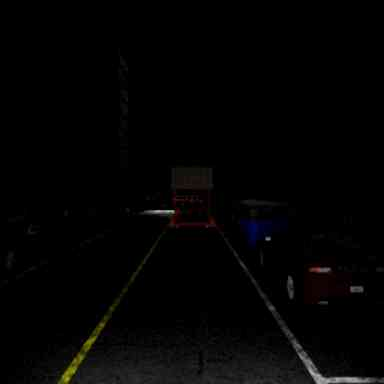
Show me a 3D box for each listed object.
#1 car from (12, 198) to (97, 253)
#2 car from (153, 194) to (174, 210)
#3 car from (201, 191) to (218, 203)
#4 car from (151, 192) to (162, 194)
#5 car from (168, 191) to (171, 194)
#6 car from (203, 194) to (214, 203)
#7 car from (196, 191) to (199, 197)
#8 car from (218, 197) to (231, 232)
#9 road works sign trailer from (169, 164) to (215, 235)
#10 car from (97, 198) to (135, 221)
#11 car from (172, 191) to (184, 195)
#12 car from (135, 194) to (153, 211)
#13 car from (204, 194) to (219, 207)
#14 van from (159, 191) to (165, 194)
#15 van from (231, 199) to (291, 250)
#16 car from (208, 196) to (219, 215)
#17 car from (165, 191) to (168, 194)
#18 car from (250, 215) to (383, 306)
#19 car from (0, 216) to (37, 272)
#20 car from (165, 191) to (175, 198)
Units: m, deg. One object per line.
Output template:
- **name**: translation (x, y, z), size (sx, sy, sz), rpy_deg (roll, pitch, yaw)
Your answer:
- **car**: translation (-5.753, 1.204, 13.406), size (2.192, 1.841, 5.009), rpy_deg (0, 0, 0)
- **car**: translation (-3.073, 1.266, 36.967), size (1.994, 1.385, 4.181), rpy_deg (0, 0, 0)
- **car**: translation (2.791, 0.941, 47.070), size (2.192, 1.841, 5.009), rpy_deg (0, 0, 0)
- **car**: translation (-5.734, 1.153, 46.894), size (1.752, 1.417, 4.829), rpy_deg (0, 0, 0)
- **car**: translation (-5.724, 0.815, 63.890), size (2.192, 1.841, 5.009), rpy_deg (0, 0, 0)
- **car**: translation (2.798, 1.066, 58.460), size (1.752, 1.417, 4.829), rpy_deg (0, 0, 0)
- **car**: translation (2.811, 0.691, 80.724), size (2.192, 1.841, 5.009), rpy_deg (0, 0, 0)
- **car**: translation (2.775, 1.283, 19.026), size (1.967, 1.590, 4.097), rpy_deg (0, 0, 0)
- **road works sign trailer**: translation (0.010, 0.318, 17.744), size (2.380, 3.560, 2.880), rpy_deg (0, 0, 0)
- **car**: translation (-5.747, 1.364, 24.627), size (1.947, 1.339, 4.313), rpy_deg (0, 0, 0)
- **car**: translation (-2.953, 0.470, 78.780), size (2.097, 1.767, 4.553), rpy_deg (0, 0, 0)
- **car**: translation (-5.741, 1.262, 35.846), size (2.008, 1.369, 4.403), rpy_deg (0, 0, 0)
- **car**: translation (2.788, 1.250, 41.463), size (1.802, 1.307, 4.206), rpy_deg (0, 0, 0)
- **van**: translation (-5.731, 0.925, 52.672), size (1.690, 1.788, 3.998), rpy_deg (0, 0, 0)
- **van**: translation (2.772, 1.230, 13.416), size (1.690, 1.788, 3.998), rpy_deg (0, 0, 0)
- **car**: translation (2.781, 1.320, 30.245), size (1.947, 1.339, 4.313), rpy_deg (0, 0, 0)
- **car**: translation (-5.727, 0.982, 58.282), size (1.967, 1.590, 4.097), rpy_deg (0, 0, 0)
- **car**: translation (2.768, 1.479, 7.809), size (1.887, 1.381, 4.507), rpy_deg (0, 0, 0)
- **car**: translation (-5.757, 1.485, 7.799), size (2.008, 1.369, 4.403), rpy_deg (0, 0, 0)
- **car**: translation (-5.711, 0.650, 86.328), size (2.192, 1.841, 5.009), rpy_deg (0, 0, 0)
